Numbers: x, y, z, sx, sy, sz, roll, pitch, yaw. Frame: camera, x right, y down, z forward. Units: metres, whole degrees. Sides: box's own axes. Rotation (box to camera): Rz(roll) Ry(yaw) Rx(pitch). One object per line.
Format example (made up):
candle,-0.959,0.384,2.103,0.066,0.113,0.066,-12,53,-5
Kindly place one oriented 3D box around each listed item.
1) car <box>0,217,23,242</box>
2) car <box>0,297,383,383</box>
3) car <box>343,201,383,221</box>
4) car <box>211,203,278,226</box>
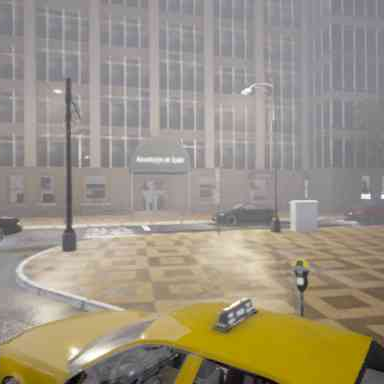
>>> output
car,-9.646,1.507,13.332,2.033,1.411,5.357,0,1,27
car,0.113,1.528,2.647,4.829,1.417,1.752,0,0,36
car,13.075,1.320,23.873,4.181,1.385,1.994,0,0,-14
car,3.358,1.402,21.464,4.181,1.385,1.994,-1,0,-14
